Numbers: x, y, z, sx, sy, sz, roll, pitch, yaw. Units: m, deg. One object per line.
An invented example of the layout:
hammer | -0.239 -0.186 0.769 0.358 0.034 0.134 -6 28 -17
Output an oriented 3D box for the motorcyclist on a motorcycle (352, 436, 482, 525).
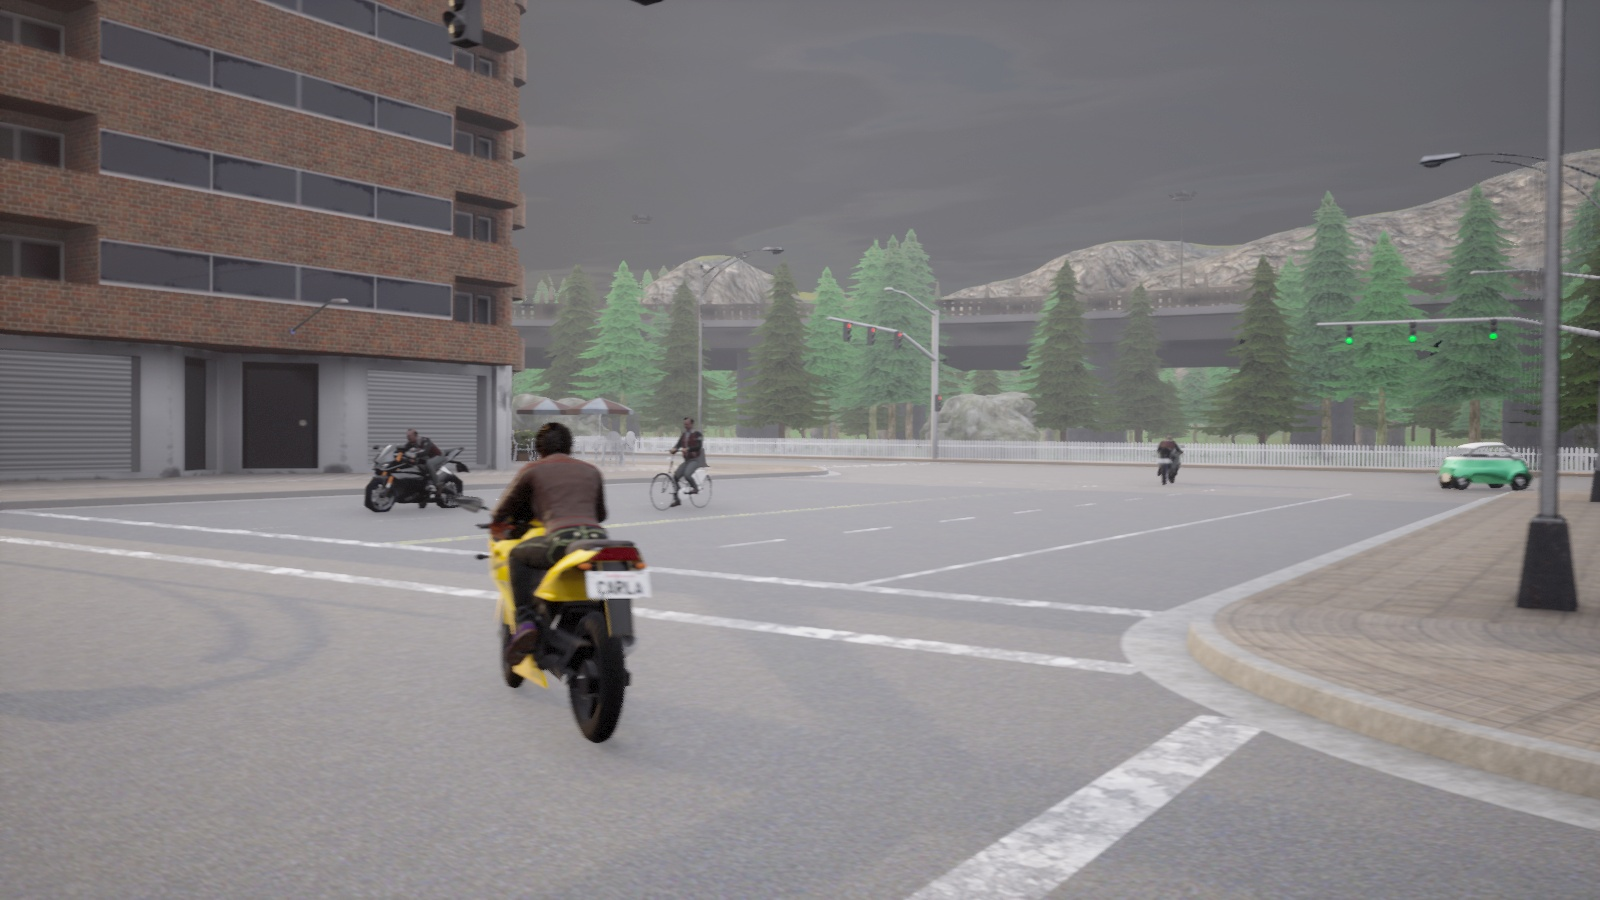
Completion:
motorcyclist on a motorcycle | -6.931 0.516 22.869 0.866 1.530 2.191 0 1 34

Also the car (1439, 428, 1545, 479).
car | 19.873 0.091 36.145 2.207 1.376 1.481 -2 0 1

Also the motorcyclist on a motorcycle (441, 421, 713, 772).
motorcyclist on a motorcycle | -1.241 0.635 6.537 0.797 1.523 2.044 1 0 -27

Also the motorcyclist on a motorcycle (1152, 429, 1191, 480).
motorcyclist on a motorcycle | 11.450 0.127 38.676 0.866 1.530 2.191 -1 1 24

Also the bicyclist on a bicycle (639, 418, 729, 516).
bicyclist on a bicycle | -2.164 0.297 23.687 0.659 1.776 1.843 0 1 34
